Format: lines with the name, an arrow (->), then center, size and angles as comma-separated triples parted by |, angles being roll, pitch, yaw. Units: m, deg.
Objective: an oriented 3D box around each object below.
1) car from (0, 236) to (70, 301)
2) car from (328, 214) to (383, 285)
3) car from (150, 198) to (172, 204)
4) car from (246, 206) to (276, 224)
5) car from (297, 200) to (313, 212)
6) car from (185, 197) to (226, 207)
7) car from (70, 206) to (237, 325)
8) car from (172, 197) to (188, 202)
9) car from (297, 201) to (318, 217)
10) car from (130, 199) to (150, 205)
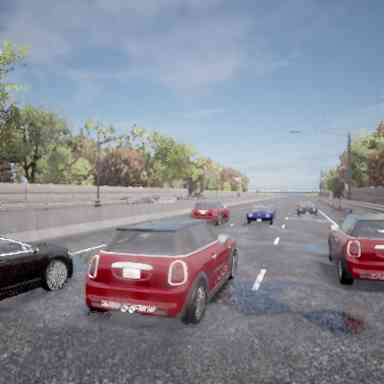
car -> -4.369, 1.516, 6.427 | 2.128, 1.511, 4.902 | 0, 0, 18
car -> 5.108, 1.381, 9.390 | 2.097, 1.767, 4.553 | 0, 0, 18
car -> -4.447, 1.731, 52.764 | 1.812, 1.442, 4.674 | 0, 0, 18
car -> 5.428, 1.692, 25.563 | 1.895, 1.301, 4.718 | 0, 0, 18
car -> 14.694, 1.757, 43.338 | 1.895, 1.301, 4.718 | 0, 0, 18
car -> 1.411, 1.442, 24.498 | 2.097, 1.767, 4.553 | 0, 0, 18
car -> -0.340, 1.378, 7.538 | 2.097, 1.767, 4.553 | 0, 0, 18
car -> -1.012, 1.553, 52.015 | 2.097, 1.767, 4.553 | 0, 0, 18
car -> 11.597, 1.719, 33.511 | 1.895, 1.301, 4.718 | 0, 0, 18
car -> -7.992, 1.757, 53.181 | 2.033, 1.411, 5.357 | 0, 0, 18
